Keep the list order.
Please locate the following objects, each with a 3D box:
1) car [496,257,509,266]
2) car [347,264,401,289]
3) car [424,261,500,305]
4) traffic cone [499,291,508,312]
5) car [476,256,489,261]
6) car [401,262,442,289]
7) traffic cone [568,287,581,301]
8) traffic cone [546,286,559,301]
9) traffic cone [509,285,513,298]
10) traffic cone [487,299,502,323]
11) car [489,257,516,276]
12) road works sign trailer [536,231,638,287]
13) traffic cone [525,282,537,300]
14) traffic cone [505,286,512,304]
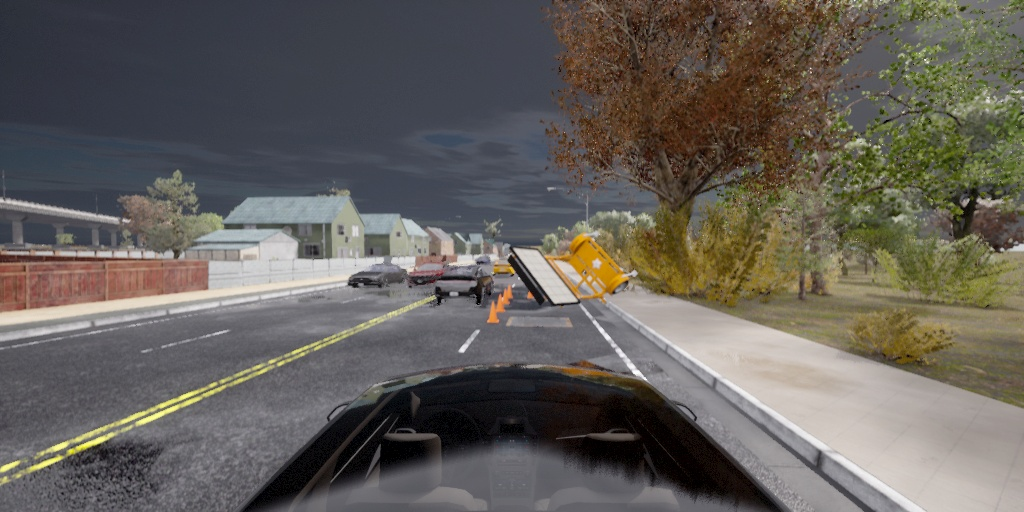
[{"bbox_3d":[-1.740,0.896,64.935,1.837,1.490,4.892,0,1,5],"label":"car"},{"bbox_3d":[-8.183,1.192,22.546,2.033,1.411,5.357,0,0,4],"label":"car"},{"bbox_3d":[-1.962,1.173,15.736,2.128,1.511,4.902,0,0,4],"label":"car"},{"bbox_3d":[-0.413,1.652,12.690,0.340,0.580,0.340,0,0,4],"label":"traffic cone"},{"bbox_3d":[-5.110,0.753,63.567,2.097,1.767,4.553,0,0,5],"label":"car"},{"bbox_3d":[-4.929,1.124,22.426,1.882,1.535,5.008,0,0,4],"label":"car"},{"bbox_3d":[2.872,1.635,16.458,0.340,0.580,0.340,0,0,4],"label":"traffic cone"},{"bbox_3d":[1.874,1.634,16.533,0.340,0.580,0.340,0,0,4],"label":"traffic cone"},{"bbox_3d":[-0.119,1.633,16.679,0.340,0.580,0.340,0,0,4],"label":"traffic cone"},{"bbox_3d":[-0.560,1.662,10.695,0.340,0.580,0.340,0,0,4],"label":"traffic cone"},{"bbox_3d":[-0.630,1.063,33.804,1.882,1.535,5.008,0,0,4],"label":"car"},{"bbox_3d":[2.835,-0.898,12.932,2.880,3.560,2.380,0,0,-42],"label":"road works sign trailer"},{"bbox_3d":[0.878,1.634,16.605,0.340,0.580,0.340,0,0,4],"label":"traffic cone"},{"bbox_3d":[-0.266,1.643,14.685,0.340,0.580,0.340,0,0,4],"label":"traffic cone"}]
